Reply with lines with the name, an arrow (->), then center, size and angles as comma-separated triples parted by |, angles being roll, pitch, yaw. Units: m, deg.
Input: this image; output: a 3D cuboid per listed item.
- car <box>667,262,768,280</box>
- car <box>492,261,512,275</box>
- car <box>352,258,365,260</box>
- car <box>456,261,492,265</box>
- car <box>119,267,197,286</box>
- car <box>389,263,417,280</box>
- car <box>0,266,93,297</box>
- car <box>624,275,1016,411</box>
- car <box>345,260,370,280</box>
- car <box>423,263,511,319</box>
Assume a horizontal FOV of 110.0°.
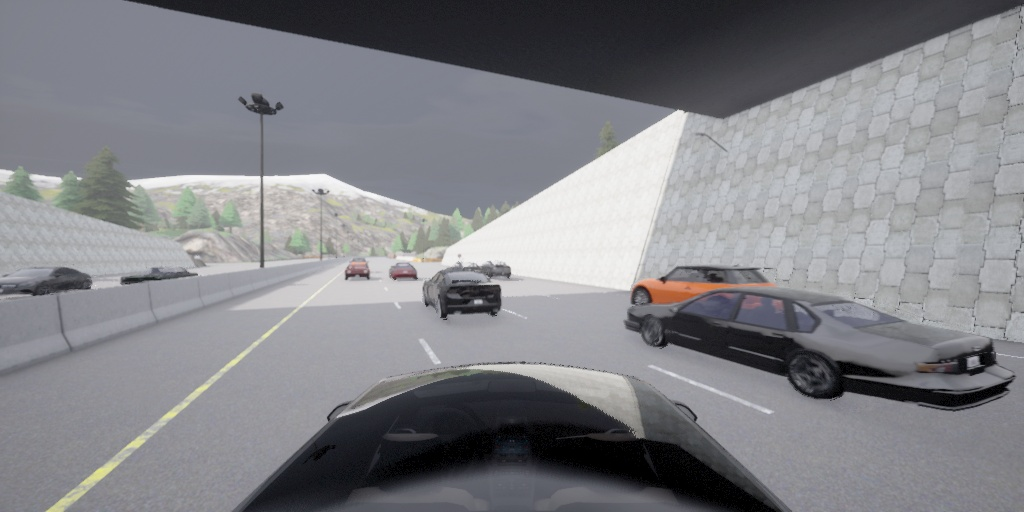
car -> 6.063, 1.064, 11.780 | 2.097, 1.767, 4.553 | 0, 0, -23
car -> -1.621, 1.152, 30.215 | 2.128, 1.511, 4.902 | 0, 0, -23
car -> -17.620, 0.993, 41.306 | 2.097, 1.767, 4.553 | 0, 0, -23
car -> -3.398, 1.170, 25.380 | 2.128, 1.511, 4.902 | 0, 0, -23
car -> -20.931, 1.309, 21.444 | 1.895, 1.301, 4.718 | 0, 0, -23
car -> -9.230, 1.232, 30.277 | 1.994, 1.385, 4.181 | 0, 0, -23
car -> -23.160, 1.248, 17.694 | 1.812, 1.442, 4.674 | 0, 0, -23
car -> 4.462, 1.278, 6.530 | 2.033, 1.411, 5.357 | 0, 0, -22
car -> -12.972, 1.274, 30.156 | 1.895, 1.301, 4.718 | 0, 0, -23
car -> -1.945, 1.194, 12.802 | 1.882, 1.535, 5.008 | 0, 0, -23
